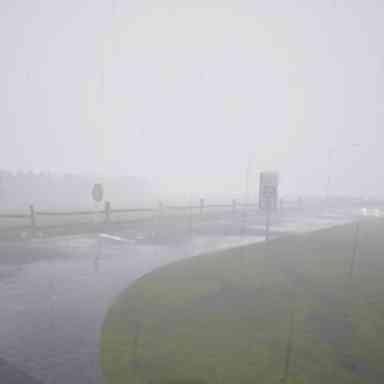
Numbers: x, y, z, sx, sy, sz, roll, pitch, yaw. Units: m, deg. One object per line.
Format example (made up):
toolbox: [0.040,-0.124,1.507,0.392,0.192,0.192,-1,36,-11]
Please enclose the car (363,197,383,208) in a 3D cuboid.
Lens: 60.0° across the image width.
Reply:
car: [24.222,1.364,43.834,1.895,1.301,4.718,3,2,44]
